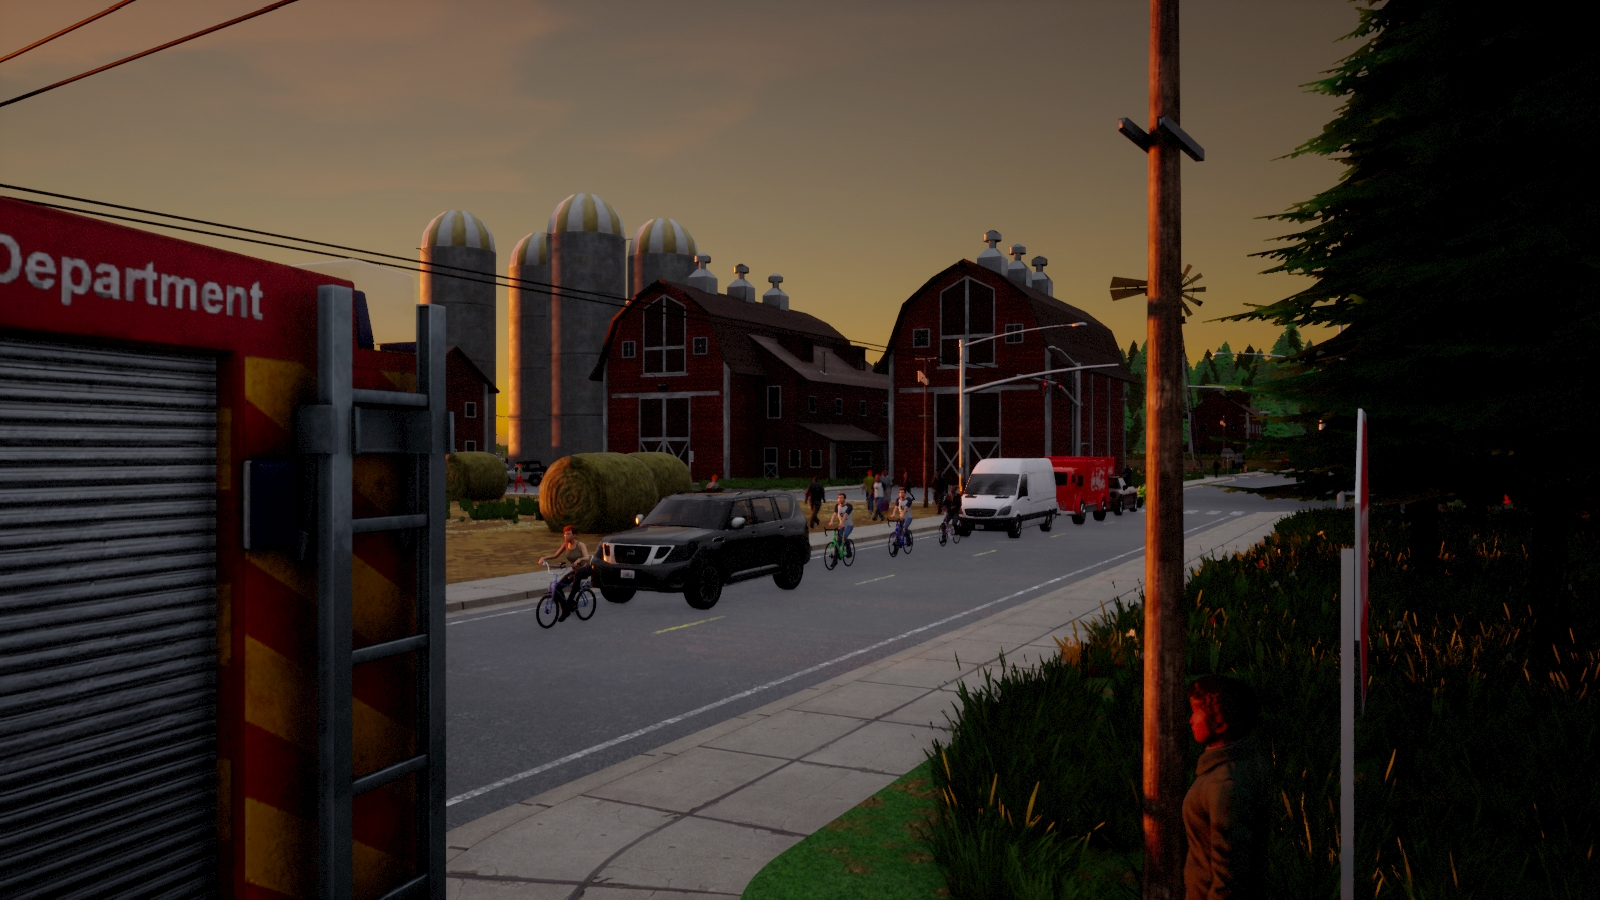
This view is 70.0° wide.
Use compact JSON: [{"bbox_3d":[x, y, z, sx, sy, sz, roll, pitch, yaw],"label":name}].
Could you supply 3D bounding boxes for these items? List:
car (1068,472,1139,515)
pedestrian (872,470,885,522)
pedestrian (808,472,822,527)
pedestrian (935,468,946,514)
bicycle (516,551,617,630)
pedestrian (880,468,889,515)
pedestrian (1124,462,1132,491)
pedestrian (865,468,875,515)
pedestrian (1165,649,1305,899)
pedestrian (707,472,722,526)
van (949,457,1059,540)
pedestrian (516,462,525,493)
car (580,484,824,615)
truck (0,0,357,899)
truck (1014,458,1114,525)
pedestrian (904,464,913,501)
[{"bbox_3d":[13.639,1.903,51.214,2.097,1.767,4.553,0,0,28],"label":"car"},{"bbox_3d":[2.897,1.689,42.099,0.375,1.860,0.375,0,0,31],"label":"pedestrian"},{"bbox_3d":[0.510,1.686,38.835,0.375,1.860,0.375,0,0,17],"label":"pedestrian"},{"bbox_3d":[5.781,1.692,47.161,0.375,1.860,0.375,0,0,20],"label":"pedestrian"},{"bbox_3d":[-3.780,2.256,18.561,0.859,1.080,1.487,0,0,28],"label":"bicycle"},{"bbox_3d":[3.422,1.676,46.113,0.375,1.860,0.375,0,0,5],"label":"pedestrian"},{"bbox_3d":[21.081,1.696,73.405,0.375,1.860,0.375,0,0,29],"label":"pedestrian"},{"bbox_3d":[2.827,1.678,46.128,0.375,1.860,0.375,0,0,9],"label":"pedestrian"},{"bbox_3d":[1.504,1.663,3.941,0.375,1.860,0.375,0,0,34],"label":"pedestrian"},{"bbox_3d":[-2.949,1.679,39.415,0.375,1.860,0.375,0,0,33],"label":"pedestrian"},{"bbox_3d":[7.057,1.534,38.936,1.988,2.561,5.915,0,0,28],"label":"van"},{"bbox_3d":[-17.060,1.670,69.712,0.375,1.860,0.375,0,0,29],"label":"pedestrian"},{"bbox_3d":[-1.714,1.779,22.410,2.150,2.045,5.566,0,0,27],"label":"car"},{"bbox_3d":[-5.949,0.867,3.834,8.468,3.827,2.891,0,0,19],"label":"truck"},{"bbox_3d":[10.542,1.568,45.365,2.627,2.467,5.204,0,0,28],"label":"truck"},{"bbox_3d":[5.586,1.670,59.006,0.375,1.860,0.375,0,0,20],"label":"pedestrian"}]
